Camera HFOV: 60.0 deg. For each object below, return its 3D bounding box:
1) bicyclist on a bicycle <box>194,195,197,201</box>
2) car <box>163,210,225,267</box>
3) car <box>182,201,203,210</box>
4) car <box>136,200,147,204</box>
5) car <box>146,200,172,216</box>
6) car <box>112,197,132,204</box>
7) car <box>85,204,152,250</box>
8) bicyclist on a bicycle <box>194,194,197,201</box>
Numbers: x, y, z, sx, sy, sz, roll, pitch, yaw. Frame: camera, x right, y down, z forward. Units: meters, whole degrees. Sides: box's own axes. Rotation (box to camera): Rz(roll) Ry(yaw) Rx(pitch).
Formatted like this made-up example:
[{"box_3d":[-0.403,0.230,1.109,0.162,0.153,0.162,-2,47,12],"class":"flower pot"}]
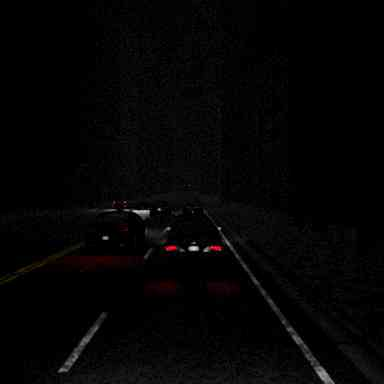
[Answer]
[{"box_3d":[0.878,1.634,79.808,0.582,1.620,1.656,0,0,0],"class":"bicyclist on a bicycle"},{"box_3d":[0.066,1.593,11.533,2.033,1.411,5.357,0,0,0],"class":"car"},{"box_3d":[0.084,1.605,32.609,2.128,1.511,4.902,0,0,0],"class":"car"},{"box_3d":[-6.599,1.742,45.824,1.895,1.301,4.718,0,0,0],"class":"car"},{"box_3d":[-3.164,1.681,34.154,1.994,1.385,4.181,0,0,0],"class":"car"},{"box_3d":[-9.844,1.495,46.970,2.097,1.767,4.553,0,0,0],"class":"car"},{"box_3d":[-3.171,1.534,14.688,1.882,1.535,5.008,0,0,0],"class":"car"},{"box_3d":[0.877,1.548,88.803,0.659,1.776,1.843,0,0,0],"class":"bicyclist on a bicycle"}]
